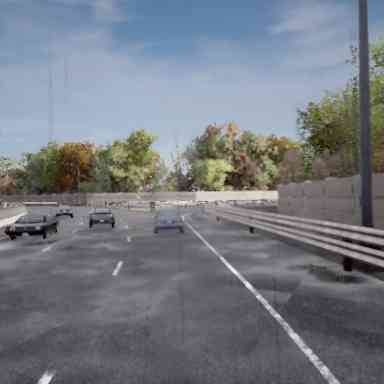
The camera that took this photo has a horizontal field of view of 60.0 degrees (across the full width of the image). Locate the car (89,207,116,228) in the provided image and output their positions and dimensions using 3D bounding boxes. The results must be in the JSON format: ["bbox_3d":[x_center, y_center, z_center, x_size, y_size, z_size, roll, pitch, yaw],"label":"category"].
[{"bbox_3d":[-7.023,1.903,26.068,2.128,1.511,4.902,-1,-1,-14],"label":"car"}]

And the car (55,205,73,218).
[{"bbox_3d":[-14.804,2.218,38.637,2.033,1.411,5.357,-1,-1,-22],"label":"car"}]

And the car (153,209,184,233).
[{"bbox_3d":[-1.548,1.832,21.815,2.033,1.411,5.357,-1,-1,-5],"label":"car"}]

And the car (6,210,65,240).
[{"bbox_3d":[-9.046,1.961,19.430,1.895,1.301,4.718,-1,-1,-11],"label":"car"}]
